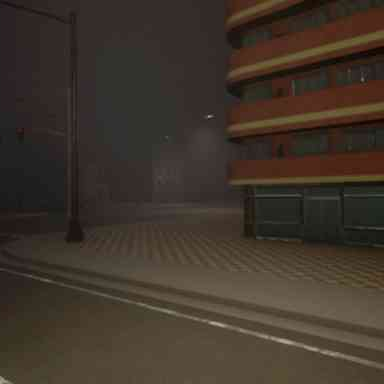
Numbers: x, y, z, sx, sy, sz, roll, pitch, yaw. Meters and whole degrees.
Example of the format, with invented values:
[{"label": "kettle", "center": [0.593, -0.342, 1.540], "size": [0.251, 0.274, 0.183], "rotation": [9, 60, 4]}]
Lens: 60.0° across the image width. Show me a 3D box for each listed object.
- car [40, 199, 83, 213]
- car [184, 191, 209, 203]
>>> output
[{"label": "car", "center": [-15.395, 1.641, 39.297], "size": [1.882, 1.535, 5.008], "rotation": [-1, 0, 37]}, {"label": "car", "center": [0.850, 0.910, 61.186], "size": [2.150, 2.045, 5.566], "rotation": [-1, 0, 37]}]
